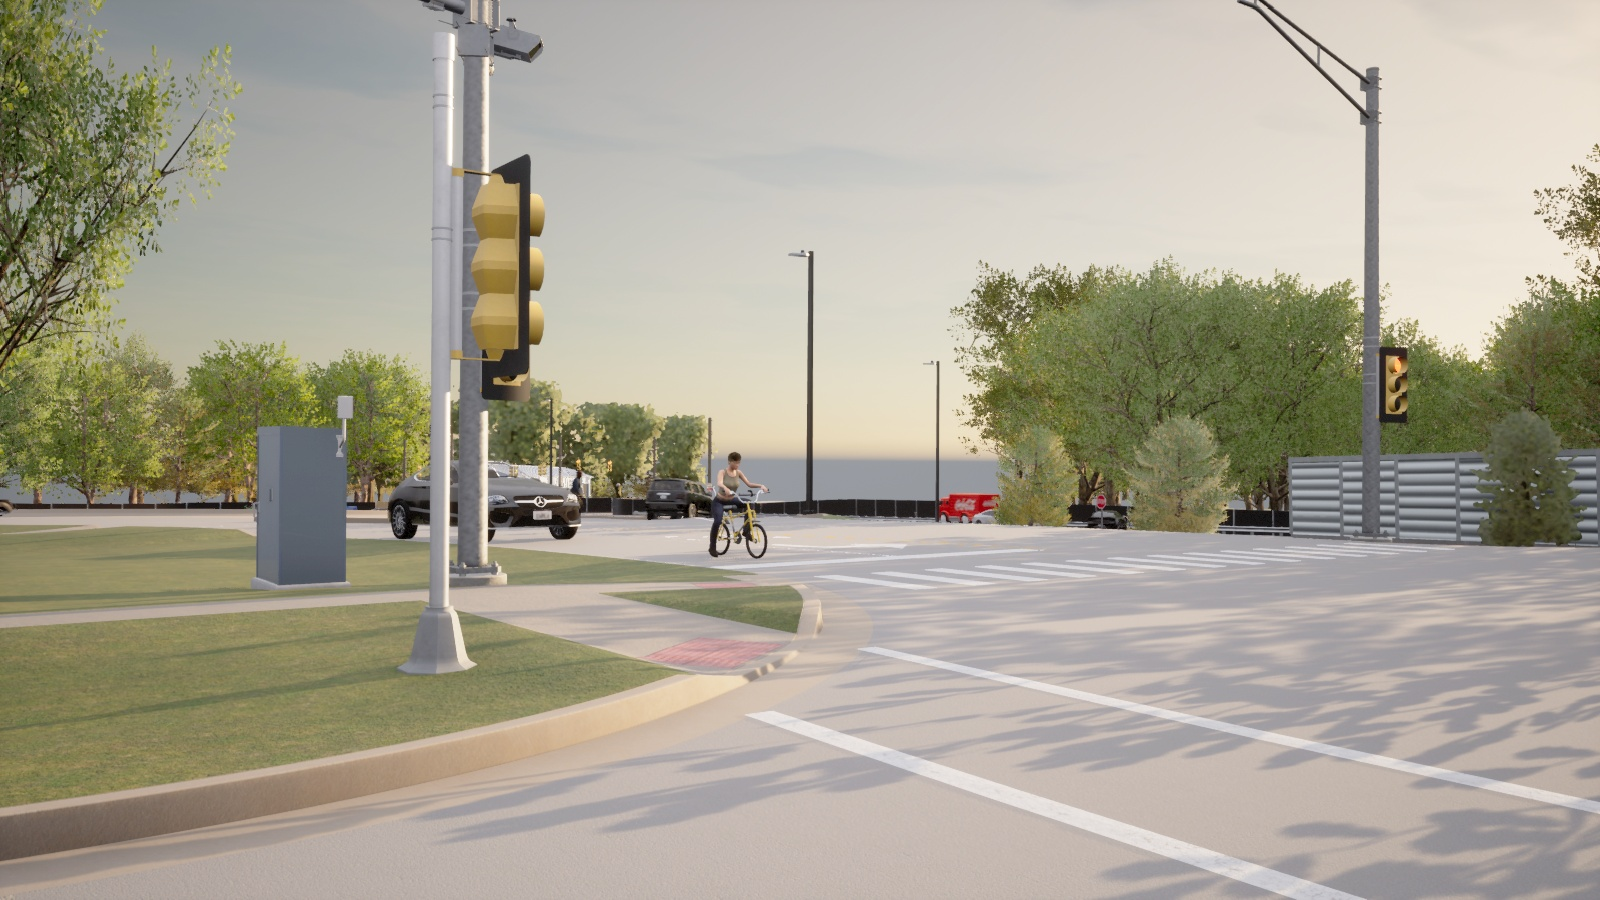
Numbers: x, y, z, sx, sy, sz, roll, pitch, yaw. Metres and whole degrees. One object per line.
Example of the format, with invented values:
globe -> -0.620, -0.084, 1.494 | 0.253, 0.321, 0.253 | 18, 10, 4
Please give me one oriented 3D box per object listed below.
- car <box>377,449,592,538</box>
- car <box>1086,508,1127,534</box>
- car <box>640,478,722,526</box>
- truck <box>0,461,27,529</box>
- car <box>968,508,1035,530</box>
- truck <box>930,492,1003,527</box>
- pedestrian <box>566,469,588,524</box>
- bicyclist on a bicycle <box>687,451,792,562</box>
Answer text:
car -> -6.569, 0.887, 25.742 | 2.152, 1.651, 5.027 | 0, -2, -42
car -> 19.734, 4.518, 80.644 | 1.882, 1.535, 5.008 | -1, -2, 22
car -> -5.698, 2.548, 60.831 | 2.150, 2.045, 5.566 | 0, -5, 14
truck -> -44.167, 2.220, 63.798 | 2.891, 3.462, 7.936 | -3, -5, 26
car -> 13.851, 4.748, 86.387 | 1.812, 1.442, 4.674 | 1, -2, -34
truck -> 12.521, 4.447, 94.574 | 2.627, 2.467, 5.204 | 0, -2, -34
pedestrian -> -7.551, 1.565, 42.582 | 0.726, 1.835, 0.370 | 0, 0, -7
bicyclist on a bicycle -> -0.941, 0.837, 19.197 | 0.866, 1.612, 1.509 | 0, -1, -39
